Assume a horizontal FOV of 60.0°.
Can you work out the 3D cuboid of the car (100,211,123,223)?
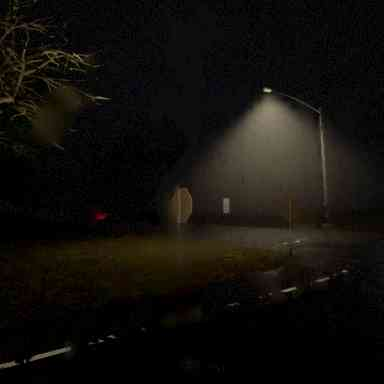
[{"bbox_3d":[-12.955,4.262,54.485,1.994,1.385,4.181,-1,-2,-33],"label":"car"}]

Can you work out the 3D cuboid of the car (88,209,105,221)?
[{"bbox_3d":[-17.270,4.229,60.684,2.150,2.045,5.566,-1,-1,-35],"label":"car"}]
